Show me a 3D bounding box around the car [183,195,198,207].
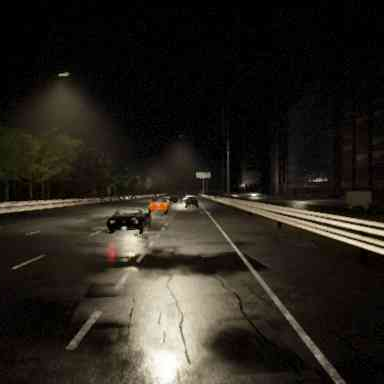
[{"bbox_3d":[-0.038,1.566,51.920,1.837,1.490,4.892,0,0,0],"label":"car"}]

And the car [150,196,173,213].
[{"bbox_3d":[-3.572,1.386,37.099,2.097,1.767,4.553,0,0,0],"label":"car"}]

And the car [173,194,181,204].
[{"bbox_3d":[-3.733,1.615,67.121,1.837,1.490,4.892,0,0,0],"label":"car"}]

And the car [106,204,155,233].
[{"bbox_3d":[-3.519,1.611,19.493,1.895,1.301,4.718,0,0,0],"label":"car"}]
